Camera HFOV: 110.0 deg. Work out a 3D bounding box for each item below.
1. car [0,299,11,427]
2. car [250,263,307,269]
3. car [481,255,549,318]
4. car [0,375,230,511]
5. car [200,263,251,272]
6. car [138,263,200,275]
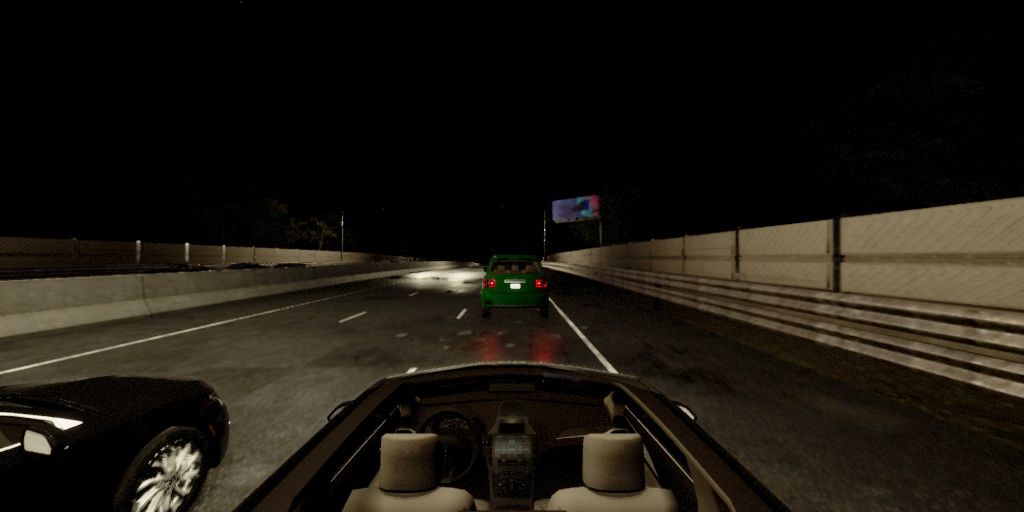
[{"bbox_3d":[-6.900,1.255,1.832,1.837,1.490,4.892,0,0,0],"label":"car"},{"bbox_3d":[-17.593,1.312,28.024,1.837,1.490,4.892,0,0,0],"label":"car"},{"bbox_3d":[0.102,0.989,13.282,2.150,2.045,5.566,0,0,0],"label":"car"},{"bbox_3d":[-3.400,1.255,1.153,1.837,1.490,4.892,0,0,0],"label":"car"},{"bbox_3d":[-21.093,1.285,28.006,1.882,1.535,5.008,0,0,0],"label":"car"},{"bbox_3d":[-24.594,1.291,26.353,2.128,1.511,4.902,0,0,0],"label":"car"}]
